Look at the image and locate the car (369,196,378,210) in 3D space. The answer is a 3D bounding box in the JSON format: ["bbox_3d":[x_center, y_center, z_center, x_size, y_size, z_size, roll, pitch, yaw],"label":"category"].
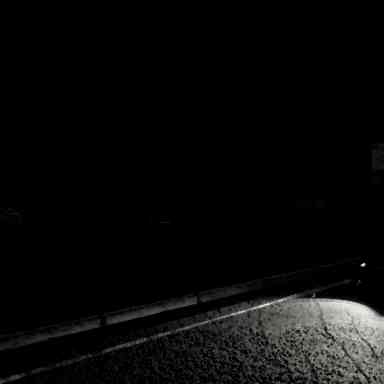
[{"bbox_3d":[19.281,1.513,40.255,2.002,1.452,4.674,0,0,-35],"label":"car"}]

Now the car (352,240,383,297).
[{"bbox_3d":[5.480,1.556,7.470,4.181,1.385,1.994,0,0,-35],"label":"car"}]

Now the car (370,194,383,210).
[{"bbox_3d":[23.835,1.385,43.461,2.185,1.767,4.553,1,0,-36],"label":"car"}]

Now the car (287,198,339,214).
[{"bbox_3d":[12.480,1.441,35.401,2.097,1.535,5.008,0,0,-35],"label":"car"}]

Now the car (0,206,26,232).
[{"bbox_3d":[-10.724,1.491,18.880,2.002,1.452,4.674,0,0,-35],"label":"car"}]

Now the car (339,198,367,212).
[{"bbox_3d":[17.010,1.458,38.640,2.097,1.535,5.008,0,0,-35],"label":"car"}]
